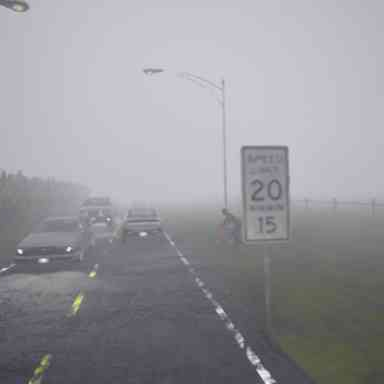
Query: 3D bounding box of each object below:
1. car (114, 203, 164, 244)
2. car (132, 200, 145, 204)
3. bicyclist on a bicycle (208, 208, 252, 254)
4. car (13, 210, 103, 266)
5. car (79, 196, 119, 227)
[{"bbox_3d":[-2.415,1.532,16.119,2.128,1.511,4.902,-1,0,-9],"label":"car"},{"bbox_3d":[-7.532,1.730,47.045,1.895,1.301,4.718,-1,0,-9],"label":"car"},{"bbox_3d":[1.340,1.393,11.893,1.656,1.620,0.582,-3,0,-9],"label":"bicyclist on a bicycle"},{"bbox_3d":[-4.790,1.641,12.407,2.033,1.411,5.357,-1,0,-9],"label":"car"},{"bbox_3d":[-6.648,1.348,23.620,2.150,2.045,5.566,-1,0,-9],"label":"car"}]
